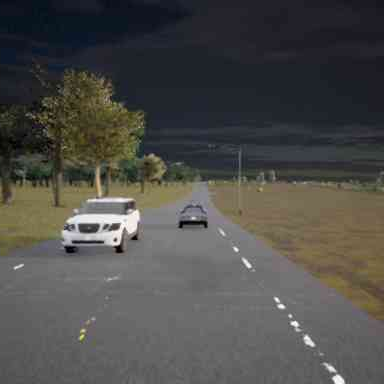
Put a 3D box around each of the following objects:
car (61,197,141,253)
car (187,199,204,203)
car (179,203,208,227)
[{"bbox_3d":[-3.573,1.263,14.197,2.150,2.045,5.566,0,-1,0],"label":"car"},{"bbox_3d":[0.385,1.671,42.336,2.097,1.767,4.553,0,-1,2],"label":"car"},{"bbox_3d":[0.089,1.682,23.583,1.994,1.385,4.181,0,-1,0],"label":"car"}]
